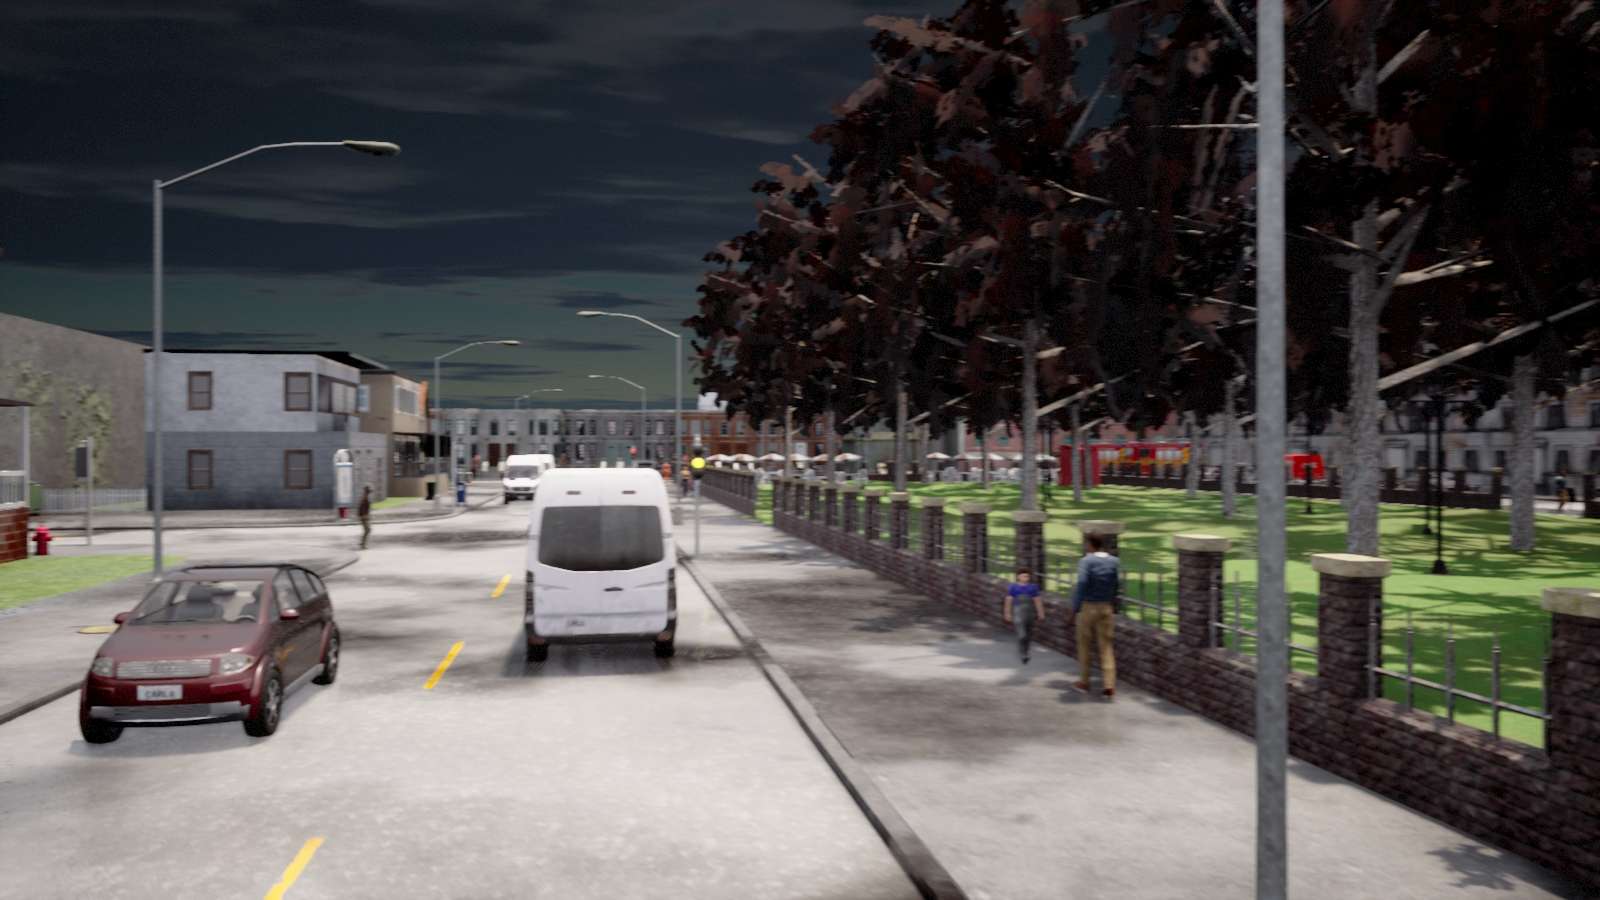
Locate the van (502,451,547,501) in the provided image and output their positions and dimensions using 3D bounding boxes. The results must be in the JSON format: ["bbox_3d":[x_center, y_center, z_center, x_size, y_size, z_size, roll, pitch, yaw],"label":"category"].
[{"bbox_3d":[-14.829,1.361,61.724,1.988,2.561,5.915,0,0,-10],"label":"van"}]

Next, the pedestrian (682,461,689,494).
[{"bbox_3d":[-6.493,1.564,64.627,0.375,1.860,0.375,0,0,-11],"label":"pedestrian"}]

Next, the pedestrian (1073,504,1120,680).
[{"bbox_3d":[3.226,1.529,12.457,0.375,1.860,0.375,0,0,-10],"label":"pedestrian"}]

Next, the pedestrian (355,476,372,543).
[{"bbox_3d":[-12.233,1.658,32.042,0.375,1.860,0.375,0,0,-10],"label":"pedestrian"}]

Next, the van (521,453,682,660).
[{"bbox_3d":[-2.997,1.326,17.239,1.988,2.561,5.915,0,0,-10],"label":"van"}]

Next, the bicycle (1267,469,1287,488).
[{"bbox_3d":[32.442,1.945,77.680,0.329,1.271,1.835,0,0,-10],"label":"bicycle"}]

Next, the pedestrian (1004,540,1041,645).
[{"bbox_3d":[2.841,1.811,14.596,0.375,1.300,0.375,0,0,-5],"label":"pedestrian"}]

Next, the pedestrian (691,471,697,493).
[{"bbox_3d":[-6.145,1.844,66.279,0.375,1.300,0.375,0,0,-6],"label":"pedestrian"}]

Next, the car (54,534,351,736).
[{"bbox_3d":[-6.193,1.819,12.338,1.789,1.549,3.705,0,0,-10],"label":"car"}]

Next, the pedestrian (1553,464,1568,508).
[{"bbox_3d":[32.298,1.517,48.502,0.375,1.860,0.375,0,0,-9],"label":"pedestrian"}]

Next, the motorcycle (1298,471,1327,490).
[{"bbox_3d":[33.091,1.964,73.816,0.856,1.236,1.805,0,0,-10],"label":"motorcycle"}]
